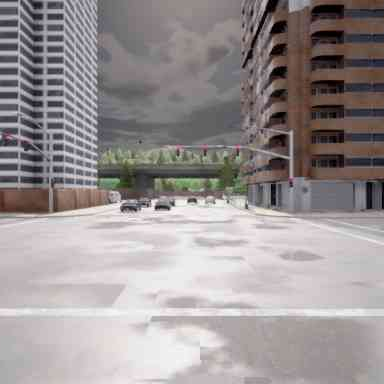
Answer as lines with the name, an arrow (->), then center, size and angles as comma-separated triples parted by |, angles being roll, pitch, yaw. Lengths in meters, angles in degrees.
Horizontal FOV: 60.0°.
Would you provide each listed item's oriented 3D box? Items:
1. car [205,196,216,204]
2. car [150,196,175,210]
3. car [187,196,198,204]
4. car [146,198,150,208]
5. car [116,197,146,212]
car -> 3.455, 1.525, 63.109 | 1.812, 1.442, 4.674 | 0, 0, 0
car -> -3.628, 1.547, 42.242 | 2.033, 1.411, 5.357 | 0, 0, 0
car -> 0.056, 1.505, 63.229 | 1.837, 1.490, 4.892 | 0, 0, 0
car -> -7.124, 1.547, 49.722 | 2.033, 1.411, 5.357 | 0, 0, 0
car -> -7.127, 1.547, 39.369 | 2.033, 1.411, 5.357 | 0, 0, 0
